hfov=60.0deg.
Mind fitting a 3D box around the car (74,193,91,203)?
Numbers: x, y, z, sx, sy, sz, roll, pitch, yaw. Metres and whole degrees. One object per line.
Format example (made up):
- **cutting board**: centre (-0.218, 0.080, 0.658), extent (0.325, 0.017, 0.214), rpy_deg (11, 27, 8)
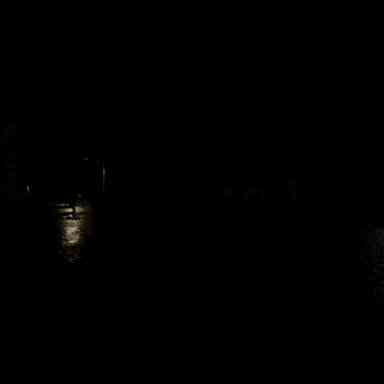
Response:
- **car**: centre (-16.986, 0.895, 51.296), extent (2.128, 1.511, 4.902), rpy_deg (-1, 1, -35)
